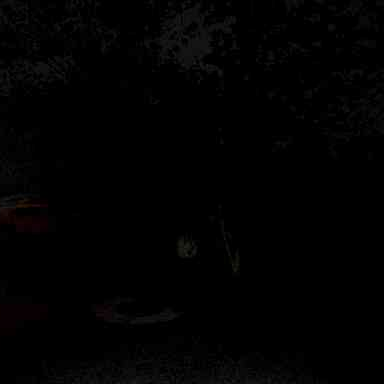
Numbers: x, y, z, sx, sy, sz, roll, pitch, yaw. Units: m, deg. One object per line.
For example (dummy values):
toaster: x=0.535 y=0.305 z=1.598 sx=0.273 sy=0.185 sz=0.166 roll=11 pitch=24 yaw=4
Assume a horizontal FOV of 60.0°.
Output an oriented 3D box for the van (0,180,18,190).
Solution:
van: x=-41.847 y=-1.567 z=74.908 sx=4.442 sy=1.987 sz=1.878 roll=1 pitch=1 yaw=-30

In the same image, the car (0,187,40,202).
car: x=-19.564 y=0.238 z=36.789 sx=4.792 sy=1.488 sz=2.163 roll=1 pitch=2 yaw=-30

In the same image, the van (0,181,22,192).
van: x=-34.899 y=-1.092 z=63.080 sx=4.442 sy=1.987 sz=1.878 roll=1 pitch=1 yaw=-30

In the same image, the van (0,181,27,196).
van: x=-26.624 y=-0.515 z=48.530 sx=4.442 sy=1.987 sz=1.878 roll=1 pitch=1 yaw=-30

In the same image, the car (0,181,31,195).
car: x=-27.948 y=-0.635 z=50.961 sx=5.566 sy=2.045 sz=2.435 roll=1 pitch=1 yaw=-30

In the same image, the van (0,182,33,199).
van: x=-22.402 y=-0.224 z=41.360 sx=4.442 sy=1.987 sz=1.878 roll=1 pitch=2 yaw=-31

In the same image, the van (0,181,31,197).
van: x=-25.020 y=-0.416 z=46.261 sx=4.442 sy=1.987 sz=1.878 roll=1 pitch=1 yaw=-30

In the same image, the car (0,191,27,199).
car: x=-8.346 y=1.034 z=17.695 sx=4.553 sy=1.767 sz=2.185 roll=1 pitch=2 yaw=-30

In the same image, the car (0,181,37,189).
car: x=-15.287 y=0.314 z=29.515 sx=5.566 sy=2.045 sz=2.435 roll=1 pitch=2 yaw=-30

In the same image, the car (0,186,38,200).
car: x=-20.899 y=0.134 z=39.064 sx=4.792 sy=1.488 sz=2.163 roll=1 pitch=2 yaw=-30

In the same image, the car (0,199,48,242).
car: x=-6.980 y=1.279 z=15.292 sx=5.008 sy=1.535 sz=2.097 roll=1 pitch=2 yaw=-30

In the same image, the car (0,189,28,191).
car: x=-12.678 y=0.799 z=24.641 sx=5.366 sy=1.575 sz=1.946 roll=1 pitch=2 yaw=-30

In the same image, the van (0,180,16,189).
van: x=-43.517 y=-1.671 z=77.292 sx=4.442 sy=1.987 sz=1.878 roll=1 pitch=1 yaw=-30

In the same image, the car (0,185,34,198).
car: x=-23.722 y=-0.096 z=43.823 sx=5.008 sy=1.535 sz=2.097 roll=1 pitch=1 yaw=-30

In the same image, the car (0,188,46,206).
car: x=-16.747 y=0.474 z=31.880 sx=4.792 sy=1.488 sz=2.163 roll=1 pitch=2 yaw=-30

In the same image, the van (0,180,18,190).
van: x=-40.508 y=-1.475 z=72.629 sx=4.442 sy=1.987 sz=1.878 roll=1 pitch=1 yaw=-30
